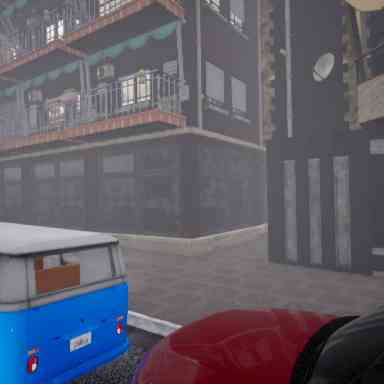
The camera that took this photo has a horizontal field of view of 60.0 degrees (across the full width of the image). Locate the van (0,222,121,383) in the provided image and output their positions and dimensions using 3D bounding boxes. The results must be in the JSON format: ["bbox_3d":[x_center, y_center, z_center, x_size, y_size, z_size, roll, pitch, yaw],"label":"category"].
[{"bbox_3d":[-2.683,1.343,4.588,3.998,1.788,1.690,0,-1,35],"label":"van"}]

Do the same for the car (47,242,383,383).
[{"bbox_3d":[1.840,1.315,1.403,5.009,1.841,2.192,0,-1,35],"label":"car"}]
